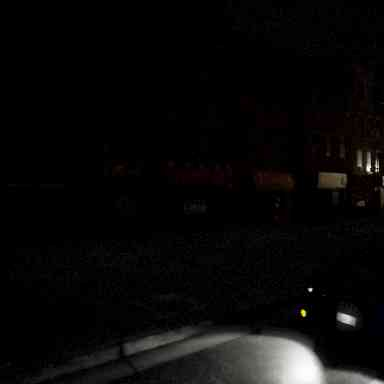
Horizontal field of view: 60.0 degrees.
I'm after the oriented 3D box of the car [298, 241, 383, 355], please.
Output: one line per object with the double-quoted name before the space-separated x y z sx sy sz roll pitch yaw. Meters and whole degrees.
"car" 3.766 1.572 5.731 4.181 1.385 1.994 0 0 -35
